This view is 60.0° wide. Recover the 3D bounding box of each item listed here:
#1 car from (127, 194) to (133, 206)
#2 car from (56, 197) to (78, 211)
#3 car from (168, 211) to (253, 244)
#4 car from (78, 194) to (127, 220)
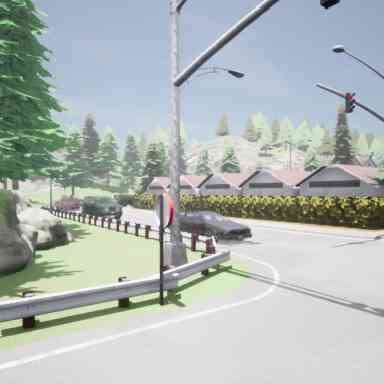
[{"bbox_3d":[-10.432,1.398,54.088,2.150,2.045,5.566,0,0,37],"label":"car"},{"bbox_3d":[-16.494,1.533,44.279,2.097,1.767,4.553,0,0,-8],"label":"car"},{"bbox_3d":[0.723,1.739,17.547,2.033,1.411,5.357,0,0,-35],"label":"car"},{"bbox_3d":[-8.253,1.414,30.297,2.150,2.045,5.566,0,0,-35],"label":"car"}]
